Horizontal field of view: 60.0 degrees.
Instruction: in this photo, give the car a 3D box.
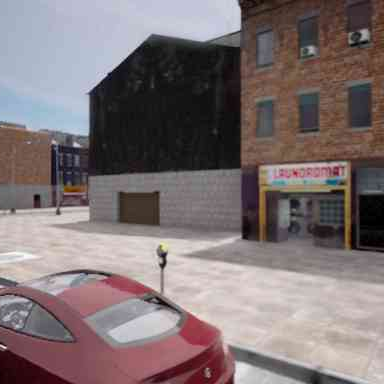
[{"bbox_3d":[-1.529,1.599,3.897,4.206,1.307,1.802,0,0,35],"label":"car"}]
